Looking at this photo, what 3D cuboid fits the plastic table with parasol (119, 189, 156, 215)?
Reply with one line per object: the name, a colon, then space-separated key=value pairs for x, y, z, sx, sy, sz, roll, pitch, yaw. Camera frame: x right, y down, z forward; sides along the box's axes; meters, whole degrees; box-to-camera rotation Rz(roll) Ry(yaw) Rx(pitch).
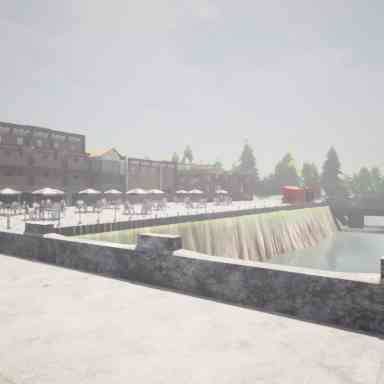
plastic table with parasol: x=-5.297 y=0.925 z=32.509 sx=2.482 sy=2.480 sz=2.482 roll=0 pitch=0 yaw=35
